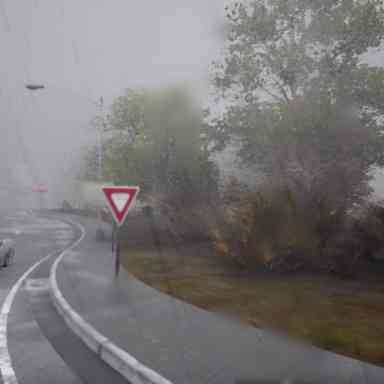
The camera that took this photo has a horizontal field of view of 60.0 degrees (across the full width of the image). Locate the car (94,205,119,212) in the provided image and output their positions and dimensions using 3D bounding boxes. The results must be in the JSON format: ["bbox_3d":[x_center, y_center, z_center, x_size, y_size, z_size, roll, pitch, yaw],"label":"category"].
[{"bbox_3d":[-18.799,3.609,73.276,4.792,1.488,2.163,1,-4,-2],"label":"car"}]

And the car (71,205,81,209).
[{"bbox_3d":[-24.367,3.495,73.201,1.812,1.442,4.674,1,-4,-2],"label":"car"}]

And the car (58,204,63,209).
[{"bbox_3d":[-27.595,3.365,72.652,2.128,1.511,4.902,1,-4,-2],"label":"car"}]

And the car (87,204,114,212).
[{"bbox_3d":[-18.589,3.203,67.791,5.008,1.535,2.097,1,-4,-2],"label":"car"}]

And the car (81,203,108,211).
[{"bbox_3d":[-18.469,3.013,65.045,4.892,1.521,2.231,1,-4,-2],"label":"car"}]

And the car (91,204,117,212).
[{"bbox_3d":[-18.700,3.392,70.535,4.892,1.521,2.231,1,-4,-2],"label":"car"}]

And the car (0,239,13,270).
[{"bbox_3d":[-6.445,1.841,9.462,1.895,1.301,4.718,2,-1,-20],"label":"car"}]
